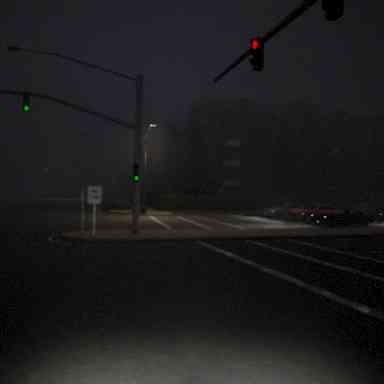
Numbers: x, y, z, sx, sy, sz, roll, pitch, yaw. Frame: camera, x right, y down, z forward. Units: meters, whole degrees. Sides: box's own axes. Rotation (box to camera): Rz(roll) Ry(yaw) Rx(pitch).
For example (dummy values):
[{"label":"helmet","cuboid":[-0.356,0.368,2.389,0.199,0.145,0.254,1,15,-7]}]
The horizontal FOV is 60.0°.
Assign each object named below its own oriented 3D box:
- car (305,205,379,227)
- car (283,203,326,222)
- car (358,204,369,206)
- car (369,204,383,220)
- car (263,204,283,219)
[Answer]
[{"label":"car","cuboid":[11.348,1.913,25.160,4.718,1.301,1.895,2,0,-18]},{"label":"car","cuboid":[10.778,1.776,28.654,5.008,1.535,1.882,2,0,-18]},{"label":"car","cuboid":[17.989,1.969,34.733,5.008,1.535,1.882,2,0,-18]},{"label":"car","cuboid":[20.190,1.771,31.782,5.566,2.045,2.150,2,0,-18]},{"label":"car","cuboid":[9.127,1.781,31.795,4.674,1.442,1.812,2,0,-18]}]
